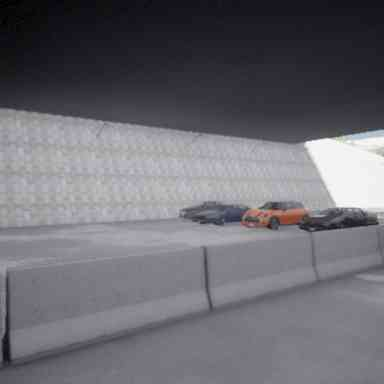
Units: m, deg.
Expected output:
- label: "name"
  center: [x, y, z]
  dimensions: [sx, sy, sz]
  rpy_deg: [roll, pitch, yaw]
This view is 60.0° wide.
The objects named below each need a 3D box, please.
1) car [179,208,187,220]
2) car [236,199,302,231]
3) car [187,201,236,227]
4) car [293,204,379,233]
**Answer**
- label: "car"
  center: [1.284, 1.470, 26.394]
  dimensions: [4.902, 1.511, 2.128]
  rpy_deg: [0, 0, -35]
- label: "car"
  center: [5.266, 1.331, 20.637]
  dimensions: [4.553, 1.767, 2.097]
  rpy_deg: [0, 0, -35]
- label: "car"
  center: [2.628, 1.527, 23.057]
  dimensions: [5.357, 1.411, 2.033]
  rpy_deg: [0, 0, -35]
- label: "car"
  center: [8.286, 1.524, 18.493]
  dimensions: [5.357, 1.411, 2.033]
  rpy_deg: [0, 0, -35]
